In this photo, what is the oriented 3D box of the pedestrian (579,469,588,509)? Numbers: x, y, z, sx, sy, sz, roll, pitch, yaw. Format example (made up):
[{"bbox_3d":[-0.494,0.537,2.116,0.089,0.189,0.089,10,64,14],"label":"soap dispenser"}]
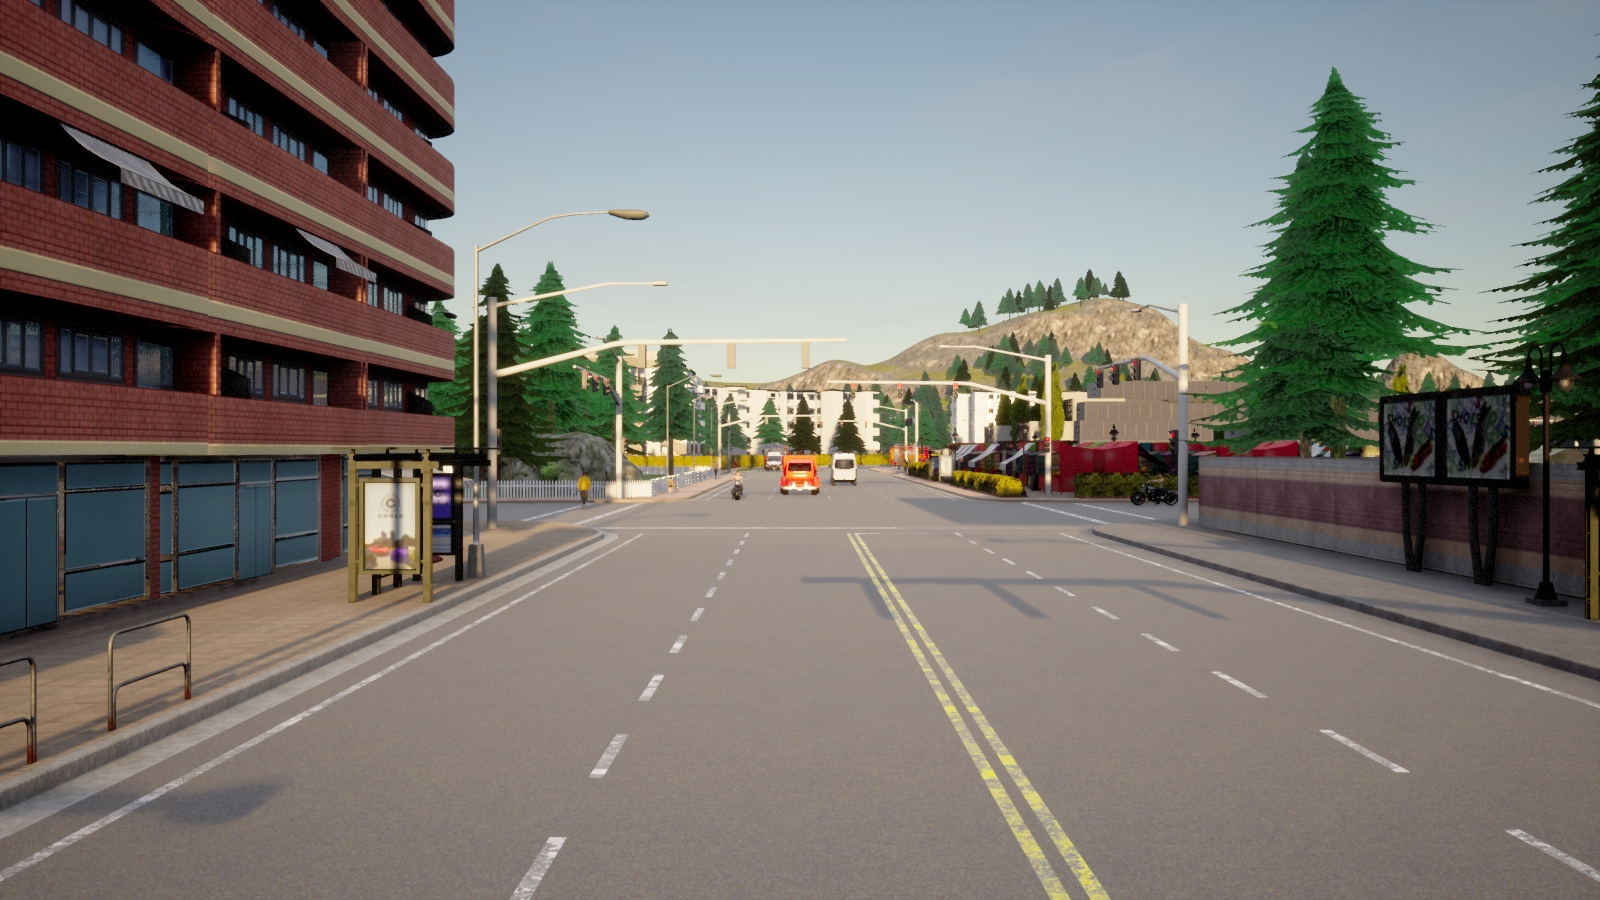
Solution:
[{"bbox_3d":[-9.974,1.795,52.653,0.375,1.860,0.375,0,0,-7],"label":"pedestrian"}]

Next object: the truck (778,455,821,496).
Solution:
[{"bbox_3d":[-0.006,1.572,72.542,2.627,2.467,5.204,0,0,0],"label":"truck"}]

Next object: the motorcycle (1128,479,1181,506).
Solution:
[{"bbox_3d":[17.582,2.102,56.689,2.356,1.307,0.764,0,0,0],"label":"motorcycle"}]

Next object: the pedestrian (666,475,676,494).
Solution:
[{"bbox_3d":[-7.738,2.079,68.538,0.500,1.100,0.500,0,0,0],"label":"pedestrian"}]
